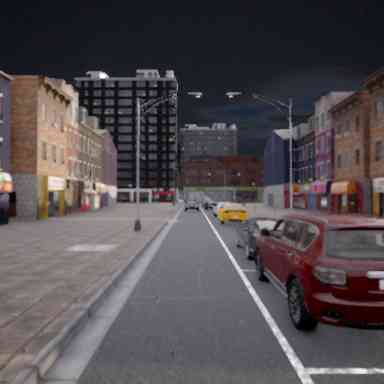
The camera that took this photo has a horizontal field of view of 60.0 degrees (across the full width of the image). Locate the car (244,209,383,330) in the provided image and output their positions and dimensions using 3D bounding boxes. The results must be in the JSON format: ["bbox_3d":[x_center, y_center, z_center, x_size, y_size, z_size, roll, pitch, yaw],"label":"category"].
[{"bbox_3d":[2.648,1.335,6.849,2.192,1.841,5.009,1,0,0],"label":"car"}]

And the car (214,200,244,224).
[{"bbox_3d":[3.017,1.569,25.555,1.882,1.535,5.008,0,0,0],"label":"car"}]

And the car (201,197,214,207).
[{"bbox_3d":[2.647,1.723,56.109,1.967,1.590,4.097,0,0,0],"label":"car"}]

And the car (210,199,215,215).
[{"bbox_3d":[3.026,1.653,32.555,1.812,1.442,4.674,0,0,0],"label":"car"}]

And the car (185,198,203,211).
[{"bbox_3d":[0.019,1.753,43.702,2.033,1.411,5.357,0,0,1],"label":"car"}]

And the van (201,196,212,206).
[{"bbox_3d":[2.648,1.663,61.584,1.690,1.788,3.998,0,0,0],"label":"van"}]

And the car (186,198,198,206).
[{"bbox_3d":[-0.013,1.831,63.973,2.128,1.511,4.902,0,-1,0],"label":"car"}]

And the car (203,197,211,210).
[{"bbox_3d":[2.646,1.770,45.161,1.947,1.339,4.313,0,0,0],"label":"car"}]

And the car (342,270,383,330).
[{"bbox_3d":[2.645,1.555,1.374,2.008,1.369,4.403,1,0,0],"label":"car"}]

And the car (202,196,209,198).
[{"bbox_3d":[2.646,1.769,50.805,1.752,1.417,4.829,0,0,0],"label":"car"}]

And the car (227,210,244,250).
[{"bbox_3d":[2.645,1.588,12.321,2.008,1.369,4.403,1,0,0],"label":"car"}]
